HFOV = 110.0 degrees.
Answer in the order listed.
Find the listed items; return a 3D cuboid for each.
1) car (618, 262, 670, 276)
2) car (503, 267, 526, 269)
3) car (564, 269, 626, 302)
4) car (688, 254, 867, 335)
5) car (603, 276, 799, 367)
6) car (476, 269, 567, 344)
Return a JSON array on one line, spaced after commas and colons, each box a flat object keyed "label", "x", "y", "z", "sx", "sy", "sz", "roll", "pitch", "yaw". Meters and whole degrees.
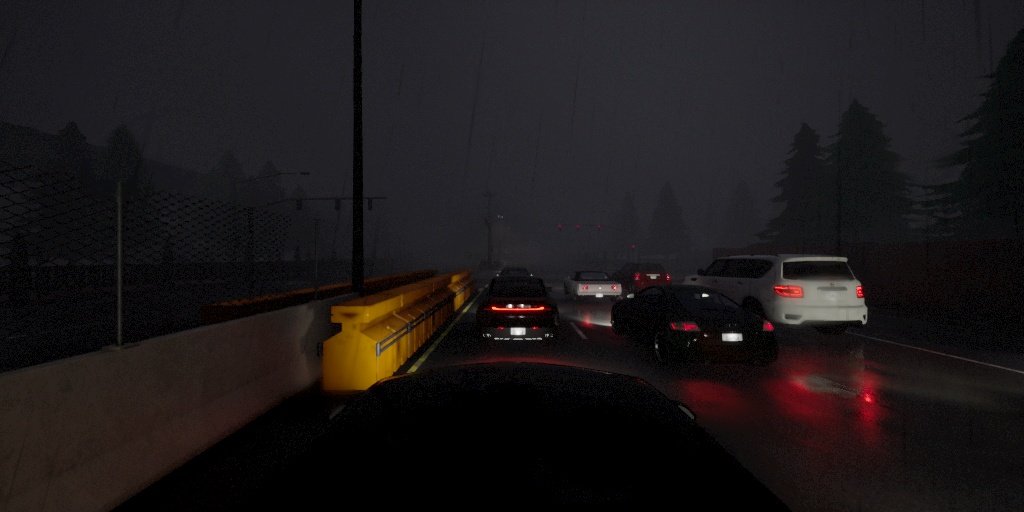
[{"label": "car", "x": 7.147, "y": 1.102, "z": 20.227, "sx": 2.097, "sy": 1.767, "sz": 4.553, "roll": 0, "pitch": 0, "yaw": 0}, {"label": "car", "x": 0.141, "y": 1.297, "z": 19.088, "sx": 2.033, "sy": 1.411, "sz": 5.357, "roll": 0, "pitch": 0, "yaw": 0}, {"label": "car", "x": 3.639, "y": 1.351, "z": 17.123, "sx": 1.895, "sy": 1.301, "sz": 4.718, "roll": 0, "pitch": 0, "yaw": 0}, {"label": "car", "x": 7.124, "y": 0.971, "z": 10.641, "sx": 2.150, "sy": 2.045, "sz": 5.566, "roll": 0, "pitch": 0, "yaw": 0}, {"label": "car", "x": 3.624, "y": 1.314, "z": 7.941, "sx": 1.994, "sy": 1.385, "sz": 4.181, "roll": 0, "pitch": 0, "yaw": -1}, {"label": "car", "x": 0.120, "y": 1.255, "z": 9.570, "sx": 1.837, "sy": 1.490, "sz": 4.892, "roll": 0, "pitch": 0, "yaw": 0}]
